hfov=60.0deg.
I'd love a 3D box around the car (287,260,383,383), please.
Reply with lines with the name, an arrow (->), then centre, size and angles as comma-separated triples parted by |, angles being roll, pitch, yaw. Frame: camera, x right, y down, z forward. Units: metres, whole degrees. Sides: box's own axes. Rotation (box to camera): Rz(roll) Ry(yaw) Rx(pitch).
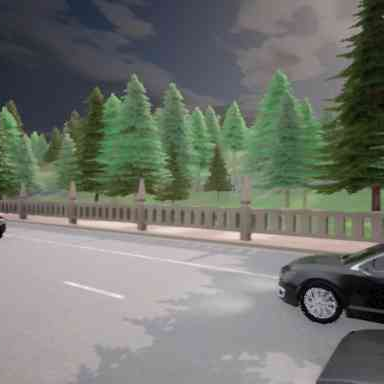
car -> 3.379, 1.551, 1.583 | 5.357, 1.411, 2.033 | 0, 0, 35

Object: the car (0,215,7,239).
car -> -10.776, 1.469, 15.971 | 4.902, 1.511, 2.128 | 0, 0, 35

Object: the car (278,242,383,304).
car -> 3.890, 1.506, 5.517 | 4.892, 1.490, 1.837 | 0, 0, 35
